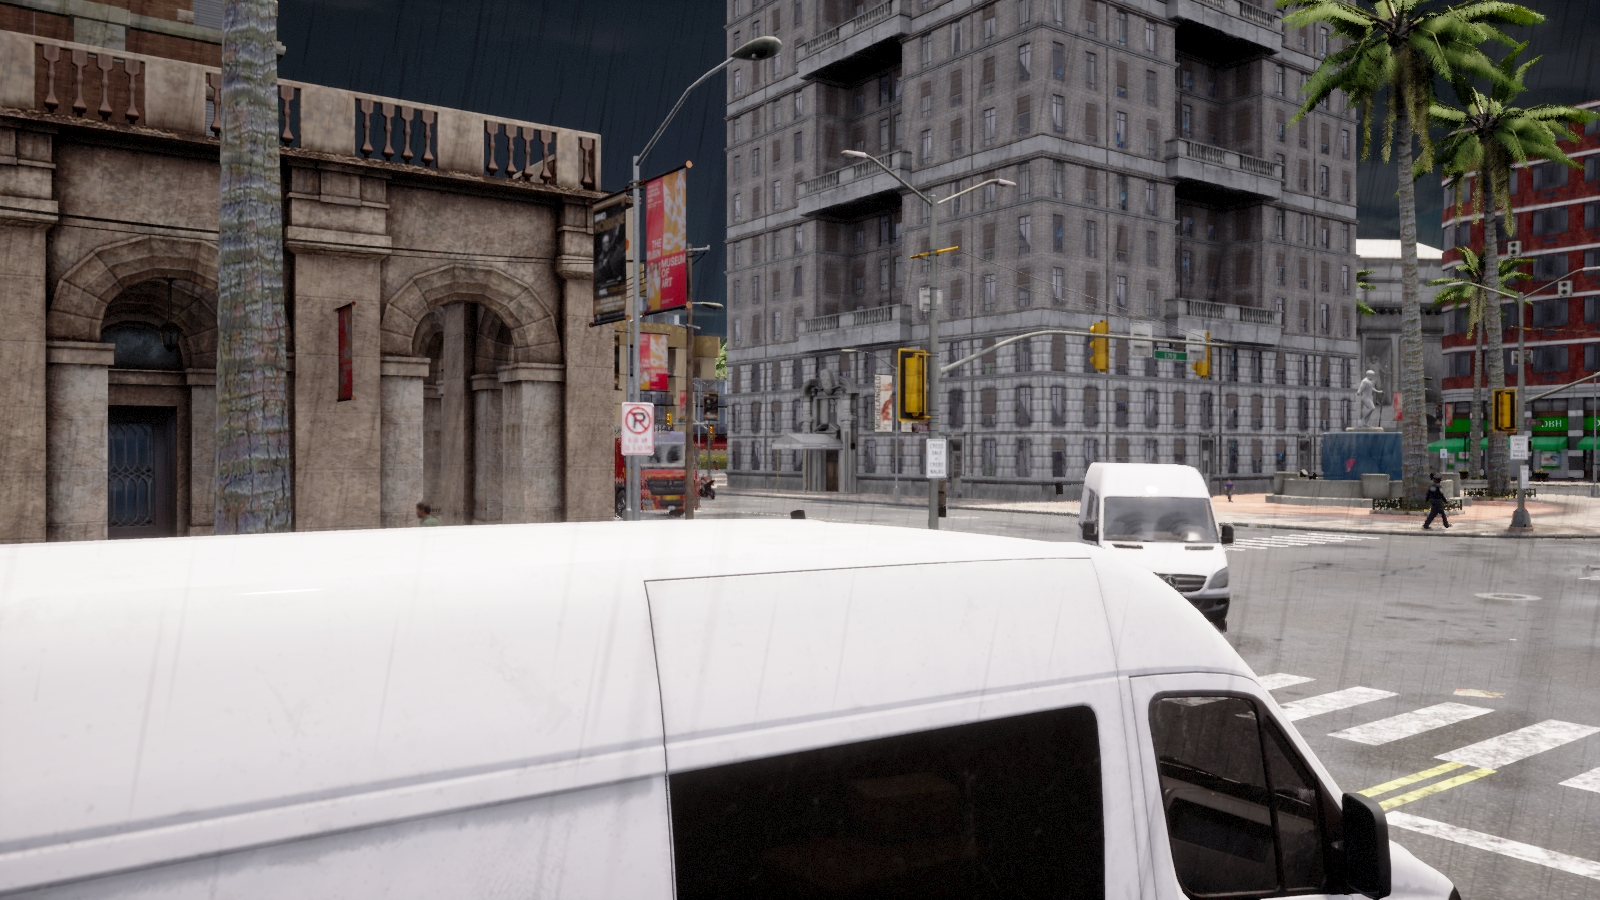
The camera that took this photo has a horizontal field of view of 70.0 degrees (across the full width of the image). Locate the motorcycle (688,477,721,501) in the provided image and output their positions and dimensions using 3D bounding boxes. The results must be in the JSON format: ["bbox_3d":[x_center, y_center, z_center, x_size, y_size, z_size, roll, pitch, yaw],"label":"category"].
[{"bbox_3d":[-5.373,2.192,64.342,0.867,1.251,2.209,0,0,-35],"label":"motorcycle"}]

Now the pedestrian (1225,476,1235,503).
[{"bbox_3d":[21.349,1.957,56.719,0.375,1.300,0.375,0,0,42],"label":"pedestrian"}]

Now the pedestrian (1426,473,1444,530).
[{"bbox_3d":[20.807,1.681,37.425,0.375,1.860,0.375,0,0,-7],"label":"pedestrian"}]

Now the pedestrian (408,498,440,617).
[{"bbox_3d":[-5.979,1.694,18.190,0.375,1.860,0.375,0,0,2],"label":"pedestrian"}]

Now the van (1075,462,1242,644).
[{"bbox_3d":[5.948,1.527,19.677,1.988,2.561,5.915,1,0,10],"label":"van"}]

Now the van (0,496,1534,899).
[{"bbox_3d":[0.019,1.533,3.806,5.915,2.561,1.988,0,0,-35],"label":"van"}]
